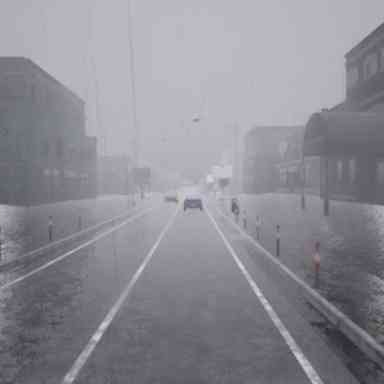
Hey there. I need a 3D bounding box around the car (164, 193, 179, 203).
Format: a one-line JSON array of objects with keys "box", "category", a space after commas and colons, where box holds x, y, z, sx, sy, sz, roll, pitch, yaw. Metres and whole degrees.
[{"box": [-2.996, 0.857, 48.966, 1.882, 1.535, 5.008, 0, 0, 0], "category": "car"}]

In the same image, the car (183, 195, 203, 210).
[{"box": [0.104, 1.046, 34.638, 1.882, 1.535, 5.008, 0, 1, 0], "category": "car"}]
